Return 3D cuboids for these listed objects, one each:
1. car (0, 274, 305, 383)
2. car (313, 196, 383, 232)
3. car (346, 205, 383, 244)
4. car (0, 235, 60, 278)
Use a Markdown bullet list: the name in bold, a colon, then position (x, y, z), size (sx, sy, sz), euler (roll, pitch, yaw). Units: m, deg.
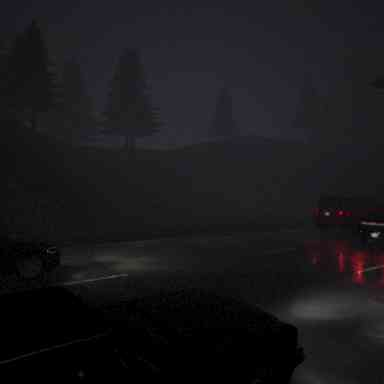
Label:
- **car**: position (-1.144, 1.601, 2.929), size (4.718, 1.301, 1.895), euler (0, 0, -35)
- **car**: position (9.214, 1.214, 18.834), size (5.566, 2.045, 2.150), euler (0, 0, -35)
- **car**: position (9.170, 1.483, 14.506), size (4.902, 1.511, 2.128), euler (0, 0, -35)
- **car**: position (-5.894, 1.478, 8.139), size (5.008, 1.535, 1.882), euler (0, 0, -35)
